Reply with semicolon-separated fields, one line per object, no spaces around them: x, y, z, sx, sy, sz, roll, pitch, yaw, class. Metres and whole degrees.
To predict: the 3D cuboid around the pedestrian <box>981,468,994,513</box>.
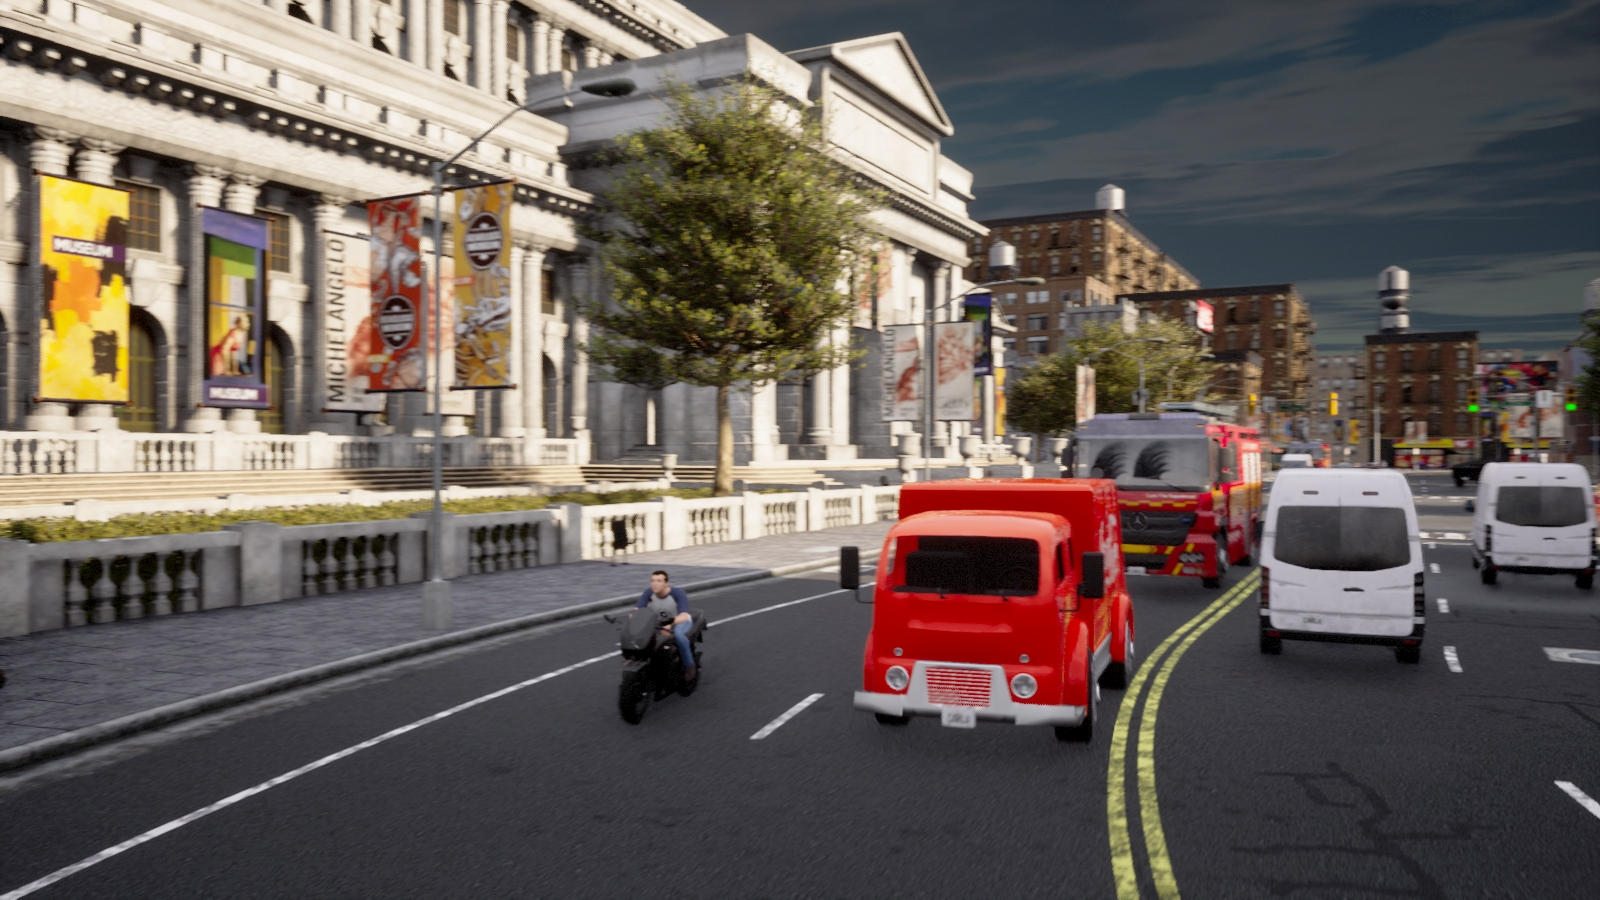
7.929;1.715;48.369;0.375;1.860;0.375;0;0;-34;pedestrian

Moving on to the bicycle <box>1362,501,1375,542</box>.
17.955;2.241;36.058;0.329;1.171;1.835;0;0;27;bicycle

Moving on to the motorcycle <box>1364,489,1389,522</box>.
23.263;2.221;46.070;0.856;1.236;1.805;0;0;28;motorcycle

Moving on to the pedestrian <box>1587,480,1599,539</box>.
25.309;1.889;36.303;0.375;1.860;0.375;0;0;3;pedestrian

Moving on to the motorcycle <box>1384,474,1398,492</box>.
40.794;2.282;78.818;0.803;1.145;2.033;0;0;28;motorcycle

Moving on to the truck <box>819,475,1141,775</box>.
2.292;1.573;12.727;2.627;2.467;5.204;0;0;19;truck

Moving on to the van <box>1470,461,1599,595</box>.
16.228;1.562;25.467;1.988;2.561;5.915;0;0;28;van

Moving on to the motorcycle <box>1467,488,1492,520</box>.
28.205;2.229;47.421;0.856;1.236;1.805;0;0;33;motorcycle

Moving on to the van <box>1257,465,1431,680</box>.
8.040;1.549;17.166;1.988;2.561;5.915;0;0;24;van

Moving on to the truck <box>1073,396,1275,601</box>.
8.707;0.906;25.780;2.891;3.827;8.468;0;0;28;truck
